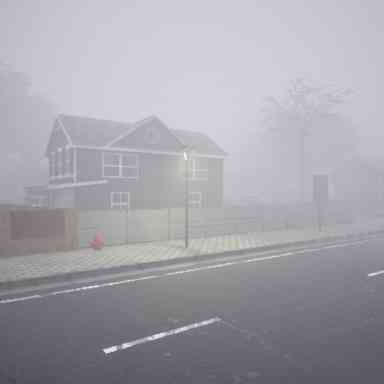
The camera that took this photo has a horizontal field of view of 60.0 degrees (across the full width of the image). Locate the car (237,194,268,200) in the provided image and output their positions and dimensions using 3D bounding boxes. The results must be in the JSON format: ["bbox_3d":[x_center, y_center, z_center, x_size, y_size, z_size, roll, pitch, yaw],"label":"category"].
[{"bbox_3d":[7.801,1.270,41.442,2.150,2.045,5.566,0,0,-35],"label":"car"}]

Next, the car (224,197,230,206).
[{"bbox_3d":[4.561,1.556,51.130,2.128,1.511,4.902,0,0,-35],"label":"car"}]
